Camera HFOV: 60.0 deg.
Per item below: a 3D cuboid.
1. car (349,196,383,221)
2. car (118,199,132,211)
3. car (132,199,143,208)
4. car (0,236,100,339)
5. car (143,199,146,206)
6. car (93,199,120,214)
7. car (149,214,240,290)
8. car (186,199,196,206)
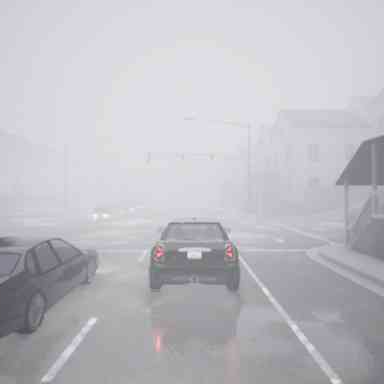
[{"bbox_3d":[14.280,1.199,25.939,4.674,1.442,1.812,-15,0,-1],"label":"car"},{"bbox_3d":[-10.812,1.831,50.004,2.097,1.767,4.553,0,-1,0],"label":"car"},{"bbox_3d":[-10.825,2.067,60.071,2.128,1.511,4.902,0,-1,0],"label":"car"},{"bbox_3d":[-3.443,1.614,6.772,2.033,1.411,5.357,0,-1,0],"label":"car"},{"bbox_3d":[-10.811,2.194,70.344,2.128,1.511,4.902,0,-1,0],"label":"car"},{"bbox_3d":[-10.780,1.961,41.347,1.994,1.385,4.181,0,-1,0],"label":"car"},{"bbox_3d":[0.060,1.443,9.482,2.097,1.767,4.553,0,-1,0],"label":"car"},{"bbox_3d":[-0.204,2.172,67.813,1.812,1.442,4.674,0,-1,0],"label":"car"}]
